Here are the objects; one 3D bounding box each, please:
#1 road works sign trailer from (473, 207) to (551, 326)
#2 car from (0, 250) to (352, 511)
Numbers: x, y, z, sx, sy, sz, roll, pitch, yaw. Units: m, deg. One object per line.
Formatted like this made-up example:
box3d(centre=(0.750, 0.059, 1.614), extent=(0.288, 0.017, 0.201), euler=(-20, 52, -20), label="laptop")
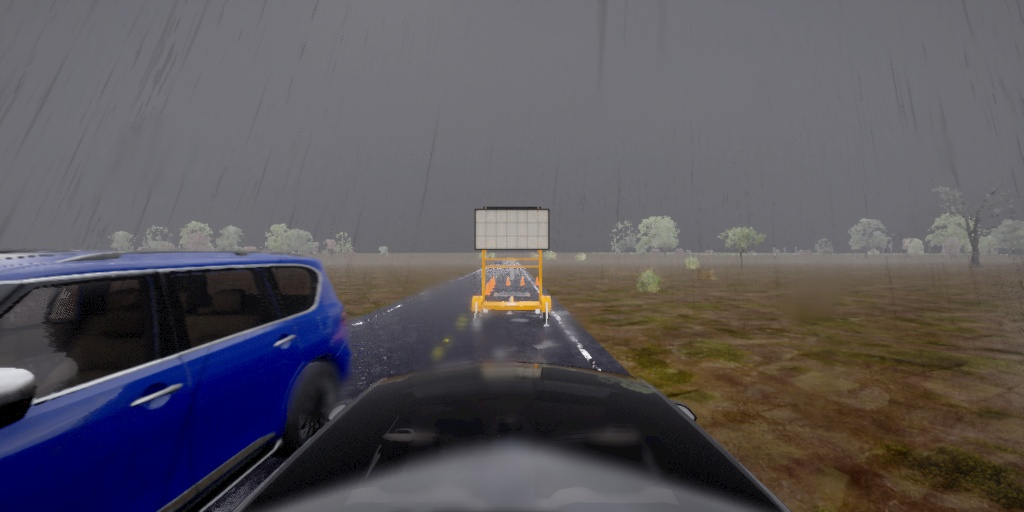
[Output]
box3d(centre=(0.002, 0.214, 11.605), extent=(2.380, 3.560, 2.880), euler=(0, 0, 0), label="road works sign trailer")
box3d(centre=(-3.002, 0.971, 2.095), extent=(2.150, 2.045, 5.566), euler=(0, 0, 0), label="car")
